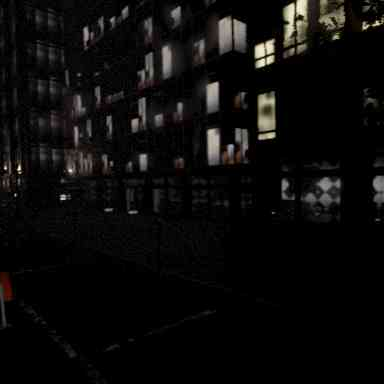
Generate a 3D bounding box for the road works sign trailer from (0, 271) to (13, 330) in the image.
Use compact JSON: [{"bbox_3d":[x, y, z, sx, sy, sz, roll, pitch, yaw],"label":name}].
[{"bbox_3d":[-4.713,0.438,5.754,2.380,3.560,2.880,-2,2,-40],"label":"road works sign trailer"}]
